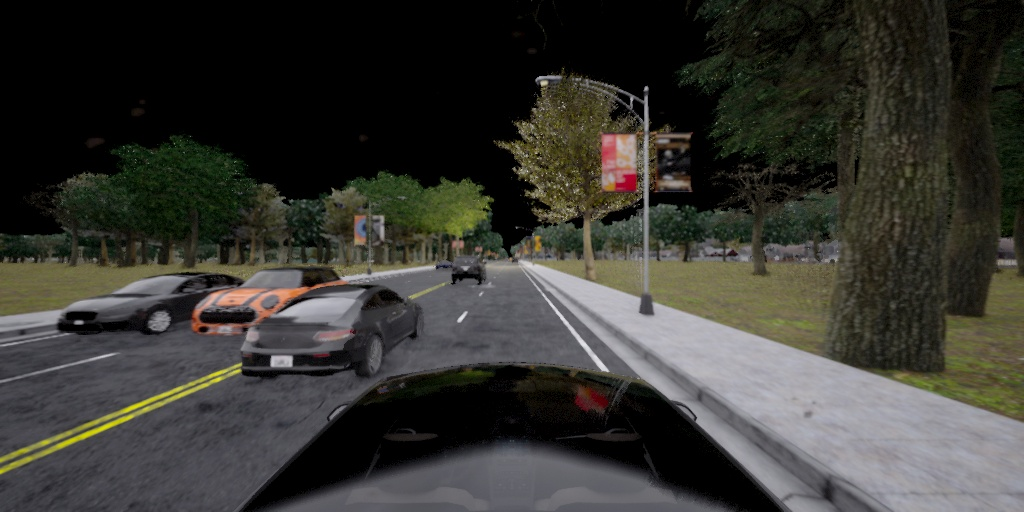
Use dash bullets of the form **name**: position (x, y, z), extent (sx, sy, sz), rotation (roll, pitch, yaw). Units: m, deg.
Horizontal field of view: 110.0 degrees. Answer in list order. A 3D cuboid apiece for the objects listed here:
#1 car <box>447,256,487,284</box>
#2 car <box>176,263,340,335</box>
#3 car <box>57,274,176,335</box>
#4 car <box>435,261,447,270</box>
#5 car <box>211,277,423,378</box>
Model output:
- **car**: position (-3.154, 0.988, 26.966), extent (2.150, 2.045, 5.566), rotation (0, 0, 0)
- **car**: position (-6.602, 1.108, 10.489), extent (2.097, 1.767, 4.553), rotation (0, 0, 0)
- **car**: position (-9.852, 1.261, 10.581), extent (1.837, 1.490, 4.892), rotation (0, 0, 0)
- **car**: position (-9.826, 1.394, 52.118), extent (1.895, 1.301, 4.718), rotation (0, 0, 0)
- **car**: position (-3.152, 1.279, 7.211), extent (1.812, 1.442, 4.674), rotation (0, 0, 0)
